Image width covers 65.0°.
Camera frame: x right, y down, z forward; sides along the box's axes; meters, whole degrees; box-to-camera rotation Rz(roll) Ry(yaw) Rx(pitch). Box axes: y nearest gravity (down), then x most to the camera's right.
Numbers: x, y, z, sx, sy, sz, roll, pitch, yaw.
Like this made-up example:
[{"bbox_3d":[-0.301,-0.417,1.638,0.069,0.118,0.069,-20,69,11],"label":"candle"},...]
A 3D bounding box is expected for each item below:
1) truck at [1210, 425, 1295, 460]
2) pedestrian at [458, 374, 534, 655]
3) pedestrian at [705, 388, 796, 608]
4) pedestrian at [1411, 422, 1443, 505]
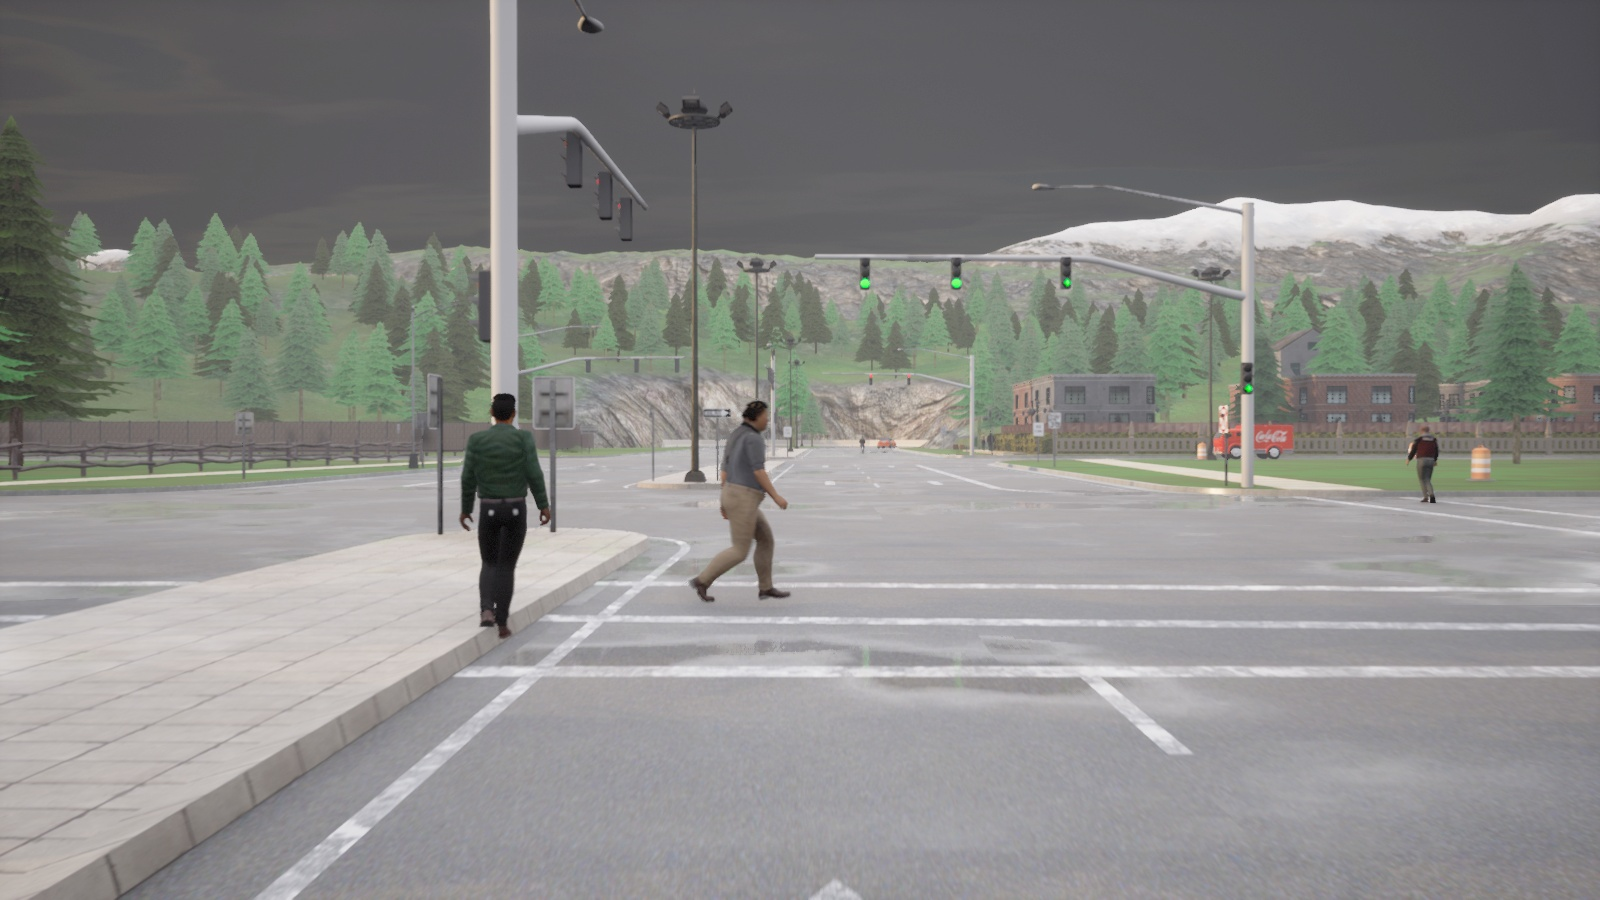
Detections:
[{"bbox_3d":[32.481,-0.523,90.242,5.204,2.467,2.627,0,1,1],"label":"truck"},{"bbox_3d":[-2.196,0.446,9.121,0.423,1.949,0.788,0,1,-6],"label":"pedestrian"},{"bbox_3d":[-0.438,0.401,10.878,0.694,1.848,0.540,0,1,-14],"label":"pedestrian"},{"bbox_3d":[14.253,0.298,28.566,0.376,1.854,0.720,0,1,2],"label":"pedestrian"}]
